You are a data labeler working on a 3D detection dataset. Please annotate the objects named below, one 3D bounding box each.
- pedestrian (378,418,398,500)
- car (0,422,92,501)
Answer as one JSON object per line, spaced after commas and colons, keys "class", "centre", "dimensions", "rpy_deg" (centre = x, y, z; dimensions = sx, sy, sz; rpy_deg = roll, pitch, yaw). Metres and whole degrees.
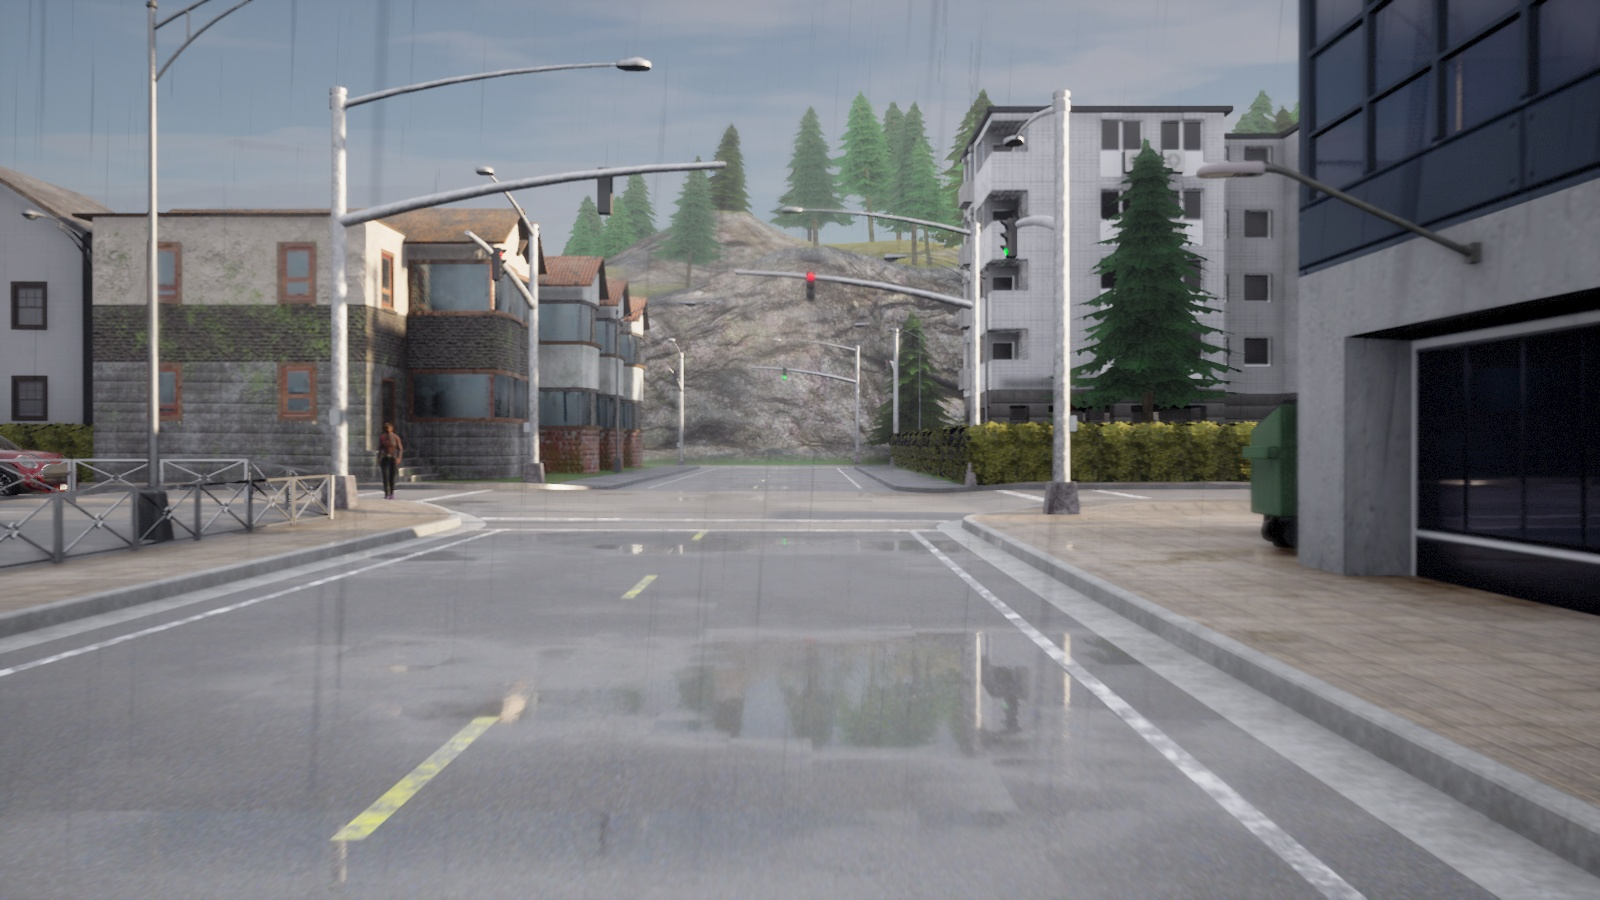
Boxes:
{"class": "pedestrian", "centre": [-9.270, 0.201, 28.234], "dimensions": [0.328, 1.805, 0.869], "rpy_deg": [0, 0, -12]}
{"class": "car", "centre": [-19.283, 0.248, 29.126], "dimensions": [4.553, 1.767, 2.097], "rpy_deg": [0, 0, 0]}
